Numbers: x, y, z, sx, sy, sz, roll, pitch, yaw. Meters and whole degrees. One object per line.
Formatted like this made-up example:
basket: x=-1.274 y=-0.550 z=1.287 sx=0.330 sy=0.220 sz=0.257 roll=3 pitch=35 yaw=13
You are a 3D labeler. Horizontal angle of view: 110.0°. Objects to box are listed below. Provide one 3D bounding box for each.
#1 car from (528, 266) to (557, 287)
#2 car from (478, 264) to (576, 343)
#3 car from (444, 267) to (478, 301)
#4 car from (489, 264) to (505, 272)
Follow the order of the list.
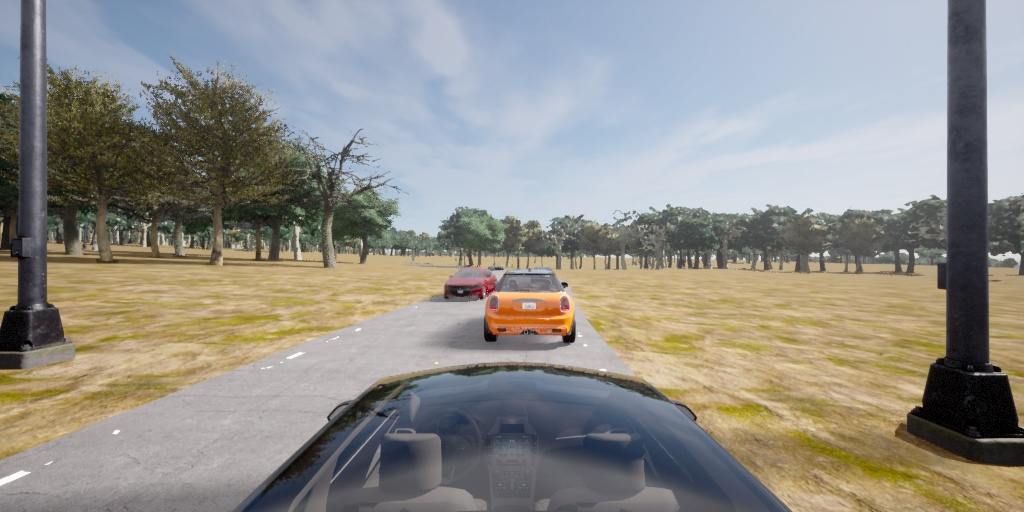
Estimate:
car: x=2.429 y=1.530 z=28.206 sx=2.033 sy=1.411 sz=5.357 roll=0 pitch=-1 yaw=5
car: x=0.520 y=1.130 z=9.991 sx=2.097 sy=1.767 sz=4.553 roll=0 pitch=0 yaw=4
car: x=-2.002 y=1.333 z=18.293 sx=1.882 sy=1.535 sz=5.008 roll=0 pitch=-1 yaw=7
car: x=-2.617 y=2.058 z=60.875 sx=1.895 sy=1.301 sz=4.718 roll=0 pitch=-1 yaw=-13
